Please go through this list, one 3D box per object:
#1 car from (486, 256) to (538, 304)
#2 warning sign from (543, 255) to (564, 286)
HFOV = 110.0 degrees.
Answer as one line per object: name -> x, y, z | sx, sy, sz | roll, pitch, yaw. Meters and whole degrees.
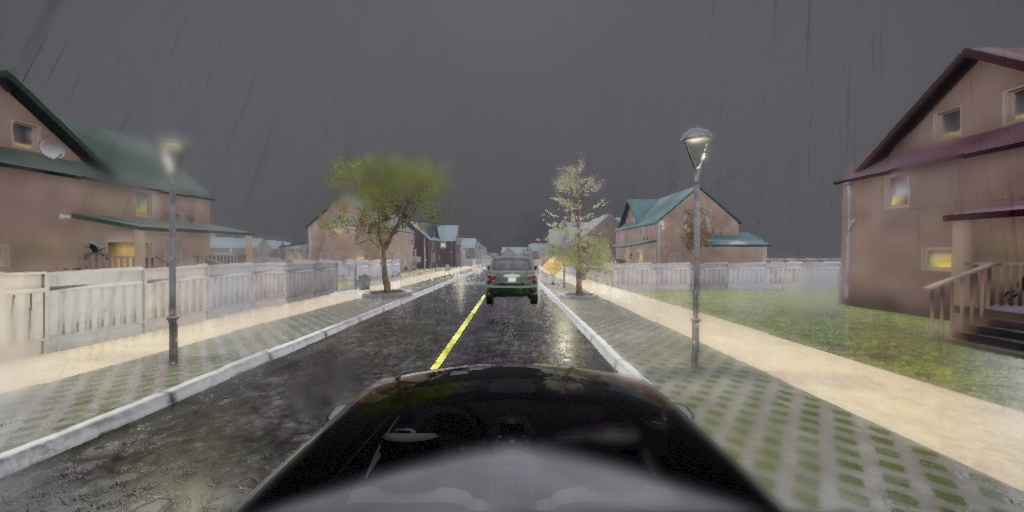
car -> 0.000, 1.013, 16.530 | 2.150, 2.045, 5.566 | 0, 0, 0
warning sign -> 2.518, 0.875, 21.999 | 1.300, 1.860, 1.060 | 0, 0, 0
